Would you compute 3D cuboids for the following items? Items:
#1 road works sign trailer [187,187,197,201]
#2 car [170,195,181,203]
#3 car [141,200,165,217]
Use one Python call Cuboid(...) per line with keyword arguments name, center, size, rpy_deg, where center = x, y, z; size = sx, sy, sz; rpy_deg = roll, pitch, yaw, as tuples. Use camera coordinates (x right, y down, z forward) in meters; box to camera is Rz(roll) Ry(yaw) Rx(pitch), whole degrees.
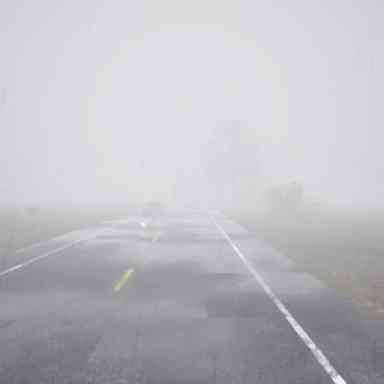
Cuboid(name="road works sign trailer", center=(-0.013, 0.610, 85.687), size=(2.380, 3.560, 2.880), rpy_deg=(0, 0, 0))
Cuboid(name="car", center=(-3.511, 1.438, 71.999), size=(2.097, 1.767, 4.553), rpy_deg=(0, 0, 0))
Cuboid(name="car", center=(-3.602, 1.542, 31.415), size=(1.837, 1.490, 4.892), rpy_deg=(0, 0, 0))
